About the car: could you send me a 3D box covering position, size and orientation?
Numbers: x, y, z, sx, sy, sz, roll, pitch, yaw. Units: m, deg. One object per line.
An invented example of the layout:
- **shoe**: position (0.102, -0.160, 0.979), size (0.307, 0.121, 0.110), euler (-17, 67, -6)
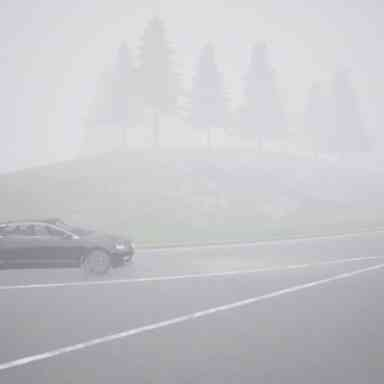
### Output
- **car**: position (-4.116, 1.491, 9.430), size (4.902, 1.511, 2.128), euler (0, 0, -9)
